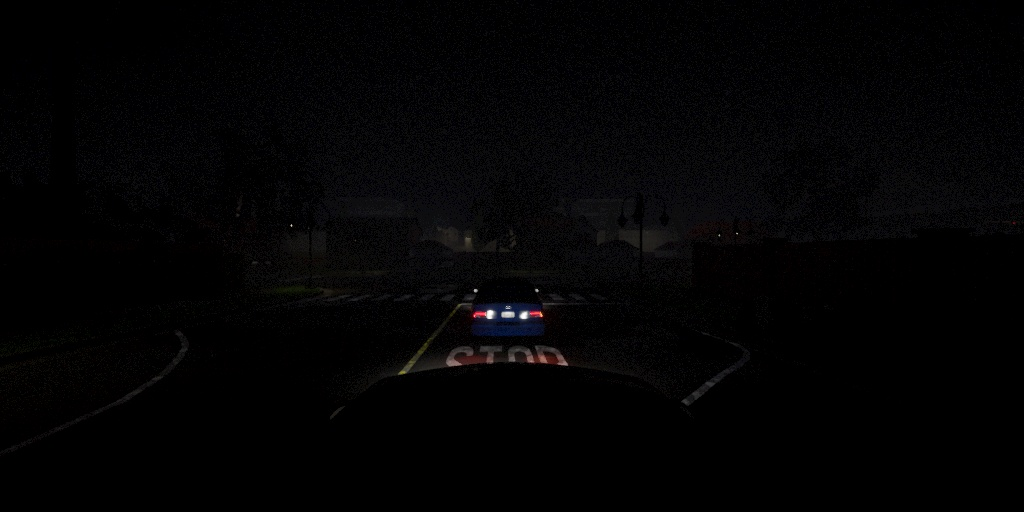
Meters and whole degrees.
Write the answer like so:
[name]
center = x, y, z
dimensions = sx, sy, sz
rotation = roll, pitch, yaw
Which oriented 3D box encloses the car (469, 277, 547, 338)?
[car]
center = -0.152, 1.296, 10.153
dimensions = 2.033, 1.411, 5.357
rotation = 0, 0, -2
